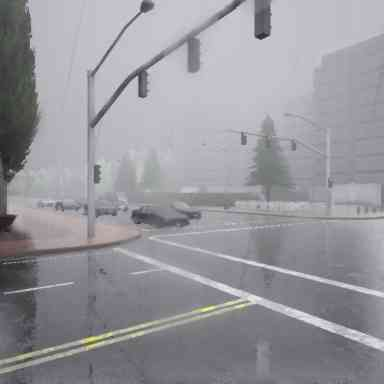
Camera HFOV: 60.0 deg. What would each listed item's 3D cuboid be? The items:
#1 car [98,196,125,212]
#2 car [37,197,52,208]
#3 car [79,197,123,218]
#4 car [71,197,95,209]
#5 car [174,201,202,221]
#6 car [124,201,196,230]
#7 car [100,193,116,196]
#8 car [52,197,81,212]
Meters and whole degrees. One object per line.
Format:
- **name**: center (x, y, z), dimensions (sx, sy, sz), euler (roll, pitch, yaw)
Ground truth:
- **car**: center (-8.777, 1.492, 37.005), dimensions (2.128, 1.511, 4.902), euler (0, 0, -36)
- **car**: center (-21.029, 1.526, 48.151), dimensions (1.812, 1.442, 4.674), euler (0, 0, -35)
- **car**: center (-8.463, 1.506, 30.555), dimensions (1.837, 1.490, 4.892), euler (0, 0, -36)
- **car**: center (-15.061, 1.505, 45.794), dimensions (1.837, 1.490, 4.892), euler (0, 0, -35)
- **car**: center (-1.219, 1.478, 26.476), dimensions (1.882, 1.535, 5.008), euler (0, 0, -36)
- **car**: center (-2.244, 1.548, 21.704), dimensions (2.033, 1.411, 5.357), euler (0, 0, -34)
- **car**: center (-14.832, 1.221, 57.807), dimensions (2.150, 2.045, 5.566), euler (0, 0, -36)
- **car**: center (-14.844, 1.525, 39.470), dimensions (1.812, 1.442, 4.674), euler (0, 0, -35)
